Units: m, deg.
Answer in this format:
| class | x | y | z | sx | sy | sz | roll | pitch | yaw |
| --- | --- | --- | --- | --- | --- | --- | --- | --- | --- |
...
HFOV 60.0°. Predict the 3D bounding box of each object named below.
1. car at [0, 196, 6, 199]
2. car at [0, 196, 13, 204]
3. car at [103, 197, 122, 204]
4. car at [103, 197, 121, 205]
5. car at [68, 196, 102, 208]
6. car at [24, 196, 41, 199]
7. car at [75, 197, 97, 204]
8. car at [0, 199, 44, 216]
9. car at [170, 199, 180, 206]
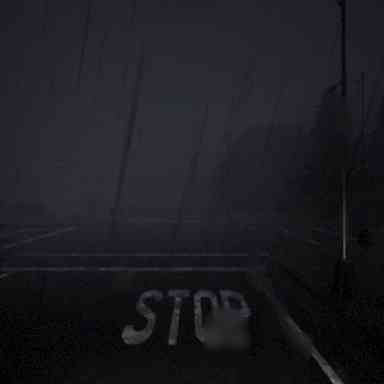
| class | x | y | z | sx | sy | sz | roll | pitch | yaw |
| --- | --- | --- | --- | --- | --- | --- | --- | --- | --- |
| car | -35.792 | 1.870 | 59.486 | 4.514 | 1.523 | 2.007 | 0 | -1 | 0 |
| car | -42.959 | 1.796 | 75.226 | 3.866 | 1.878 | 1.905 | 0 | -1 | 0 |
| car | -18.031 | 1.951 | 75.233 | 3.806 | 1.475 | 1.970 | 0 | -1 | 0 |
| car | -17.703 | 1.812 | 68.817 | 5.027 | 1.636 | 2.152 | 0 | -1 | 0 |
| car | -17.280 | 1.610 | 53.119 | 4.605 | 1.855 | 1.932 | 0 | -1 | 0 |
| car | -35.089 | 1.786 | 71.945 | 4.605 | 1.855 | 1.932 | 0 | -1 | 0 |
| car | -25.082 | 2.051 | 78.891 | 4.514 | 1.523 | 2.007 | 0 | -1 | 0 |
| car | -17.405 | 1.713 | 34.533 | 3.633 | 1.501 | 1.845 | 0 | -1 | 0 |
| car | -3.539 | 2.199 | 70.623 | 2.033 | 1.411 | 5.357 | 0 | -1 | 0 |
